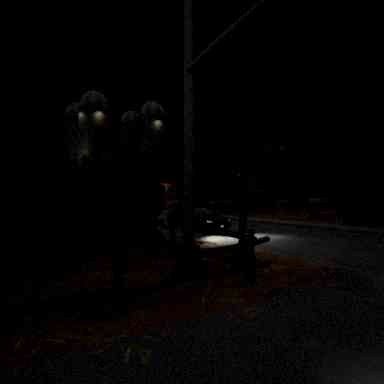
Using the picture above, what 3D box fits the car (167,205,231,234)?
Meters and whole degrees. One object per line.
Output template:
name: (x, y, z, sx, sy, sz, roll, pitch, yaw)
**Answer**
car: (0.249, 1.531, 19.513, 1.812, 1.442, 4.674, 0, 0, -36)
